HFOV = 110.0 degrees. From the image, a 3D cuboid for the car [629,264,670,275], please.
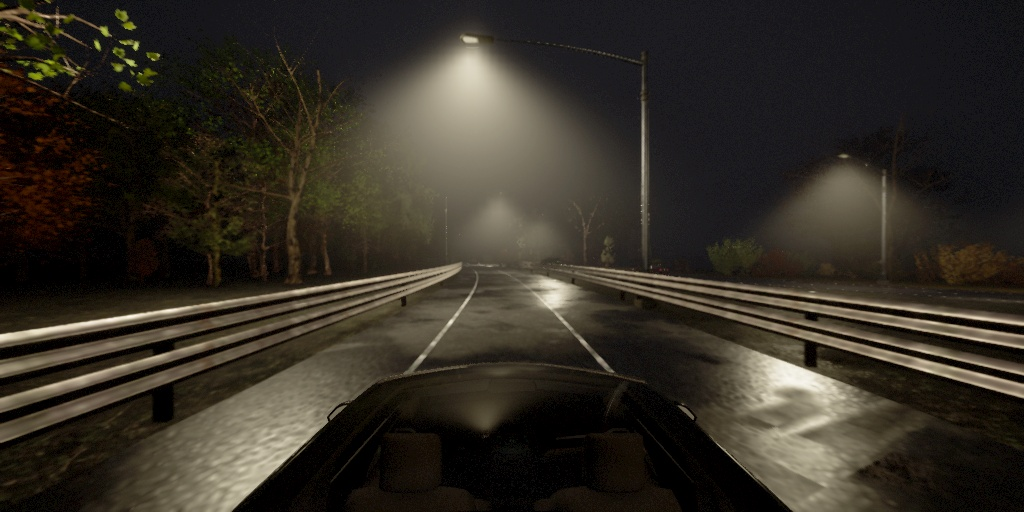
[{"bbox_3d":[17.328,1.715,45.533,2.033,1.411,5.357,0,0,-25],"label":"car"}]
